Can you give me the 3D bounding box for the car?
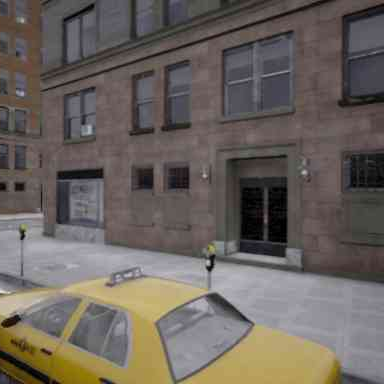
[{"bbox_3d":[-0.926,1.525,3.739,4.829,1.417,1.752,0,0,35],"label":"car"}]
